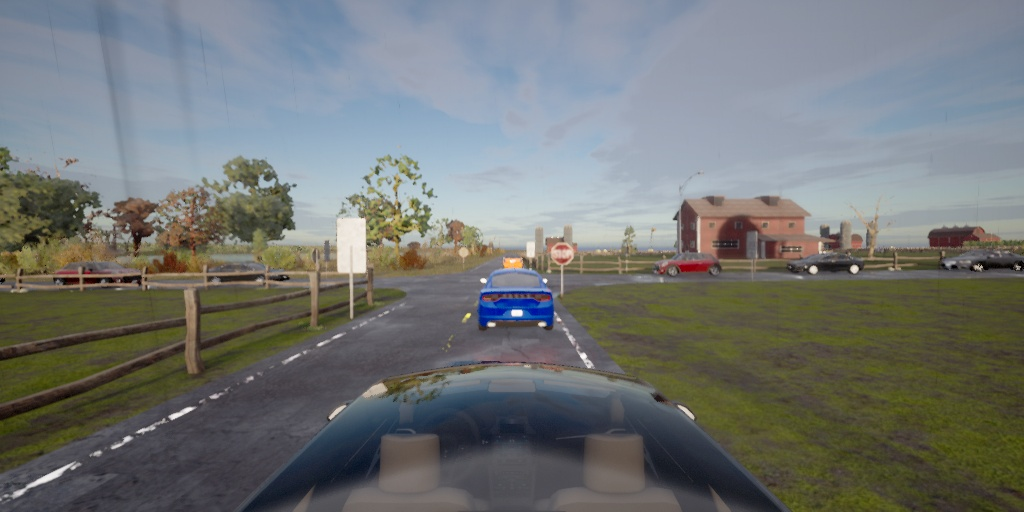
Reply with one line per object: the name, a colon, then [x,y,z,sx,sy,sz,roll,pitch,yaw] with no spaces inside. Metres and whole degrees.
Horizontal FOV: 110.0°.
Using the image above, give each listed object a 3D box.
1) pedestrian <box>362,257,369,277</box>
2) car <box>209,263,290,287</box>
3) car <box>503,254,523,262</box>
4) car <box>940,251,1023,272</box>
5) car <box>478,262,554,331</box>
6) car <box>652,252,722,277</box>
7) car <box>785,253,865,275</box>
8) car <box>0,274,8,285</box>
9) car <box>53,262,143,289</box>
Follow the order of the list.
pedestrian: [-12.160,0.775,29.546,0.375,1.860,0.375,0,2,0]
car: [-17.341,1.181,23.635,4.892,1.490,1.837,-1,1,1]
car: [0.096,0.572,39.535,2.097,1.767,4.553,0,1,0]
car: [34.333,0.367,26.148,4.902,1.511,2.128,-1,1,0]
car: [0.067,1.103,10.575,1.882,1.535,5.008,0,1,-1]
car: [12.717,0.545,26.278,4.553,1.767,2.097,-1,1,-1]
car: [22.813,0.550,26.248,4.892,1.490,1.837,-1,1,0]
car: [-37.443,1.539,24.346,4.718,1.301,1.895,-1,1,6]
car: [-27.212,1.162,23.798,4.553,1.767,2.097,-1,1,2]
